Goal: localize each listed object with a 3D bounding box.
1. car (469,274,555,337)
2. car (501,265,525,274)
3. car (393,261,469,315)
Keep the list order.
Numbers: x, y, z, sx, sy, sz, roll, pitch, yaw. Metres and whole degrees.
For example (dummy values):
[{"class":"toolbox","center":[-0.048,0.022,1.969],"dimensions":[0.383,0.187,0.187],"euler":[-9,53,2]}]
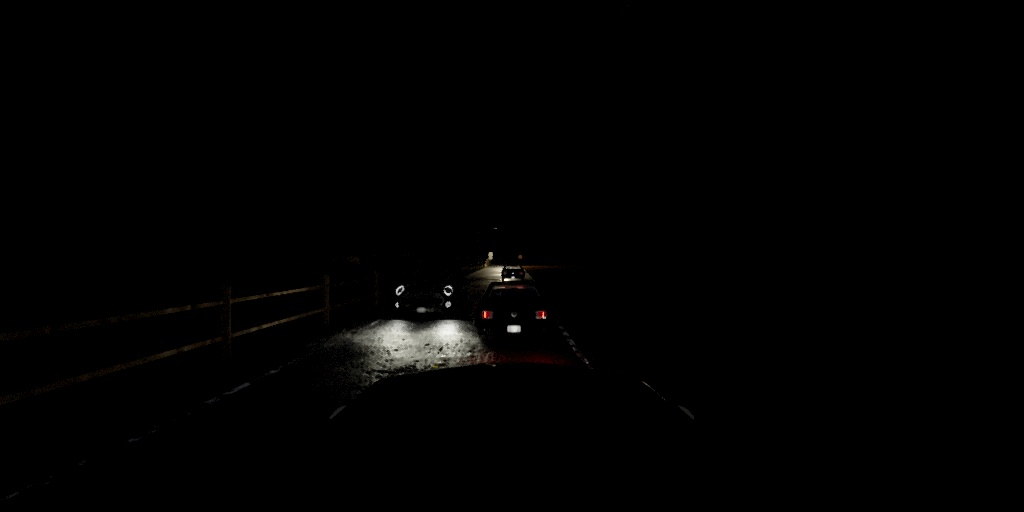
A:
[{"class":"car","center":[0.060,1.357,10.323],"dimensions":[1.895,1.301,4.718],"euler":[0,0,0]},{"class":"car","center":[0.077,1.382,30.059],"dimensions":[1.895,1.301,4.718],"euler":[0,0,0]},{"class":"car","center":[-2.852,1.110,13.514],"dimensions":[2.097,1.767,4.553],"euler":[0,0,0]}]
